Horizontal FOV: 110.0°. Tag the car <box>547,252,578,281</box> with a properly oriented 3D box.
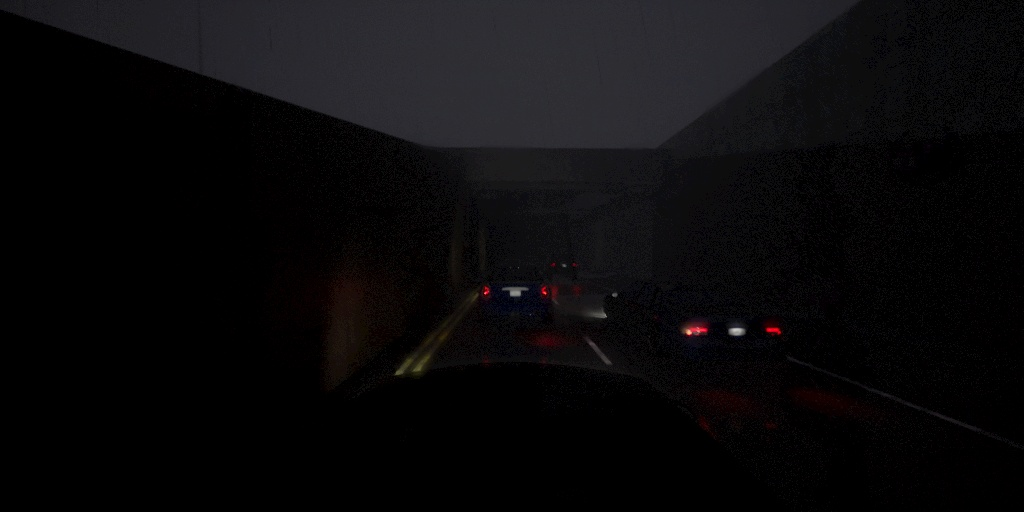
[{"bbox_3d":[3.596,0.724,27.264,2.150,2.045,5.566,0,1,0],"label":"car"}]

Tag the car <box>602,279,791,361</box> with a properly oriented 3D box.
[{"bbox_3d":[3.595,1.234,8.238,2.033,1.411,5.357,0,1,0],"label":"car"}]

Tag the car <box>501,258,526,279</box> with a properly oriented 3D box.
[{"bbox_3d":[0.096,0.956,29.820,1.882,1.535,5.008,0,1,0],"label":"car"}]

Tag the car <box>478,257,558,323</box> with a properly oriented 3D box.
[{"bbox_3d":[0.095,1.004,11.765,2.097,1.767,4.553,0,1,0],"label":"car"}]
